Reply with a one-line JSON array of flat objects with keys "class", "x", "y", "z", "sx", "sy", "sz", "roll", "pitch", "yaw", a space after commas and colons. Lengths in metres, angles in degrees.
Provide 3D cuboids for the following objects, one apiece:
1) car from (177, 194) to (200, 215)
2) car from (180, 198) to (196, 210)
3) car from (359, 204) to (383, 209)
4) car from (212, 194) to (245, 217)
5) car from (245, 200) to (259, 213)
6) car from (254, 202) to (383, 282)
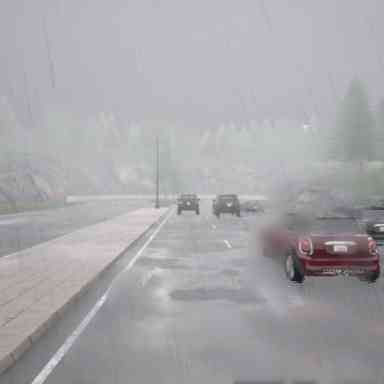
[{"class": "car", "x": -0.367, "y": 1.221, "z": 34.337, "sx": 2.150, "sy": 2.045, "sz": 5.566, "roll": 0, "pitch": 0, "yaw": 0}, {"class": "car", "x": -0.485, "y": 1.547, "z": 44.516, "sx": 2.033, "sy": 1.411, "sz": 5.357, "roll": 0, "pitch": 0, "yaw": 0}, {"class": "car", "x": 6.899, "y": 1.351, "z": 14.102, "sx": 2.097, "sy": 1.767, "sz": 4.553, "roll": 0, "pitch": 0, "yaw": -1}, {"class": "car", "x": 3.177, "y": 1.224, "z": 31.250, "sx": 2.150, "sy": 2.045, "sz": 5.566, "roll": 0, "pitch": 0, "yaw": -1}, {"class": "car", "x": 6.609, "y": 1.564, "z": 36.526, "sx": 1.994, "sy": 1.385, "sz": 4.181, "roll": 0, "pitch": 0, "yaw": -1}, {"class": "car", "x": 3.452, "y": 1.351, "z": 9.907, "sx": 2.097, "sy": 1.767, "sz": 4.553, "roll": 0, "pitch": 0, "yaw": -1}]
